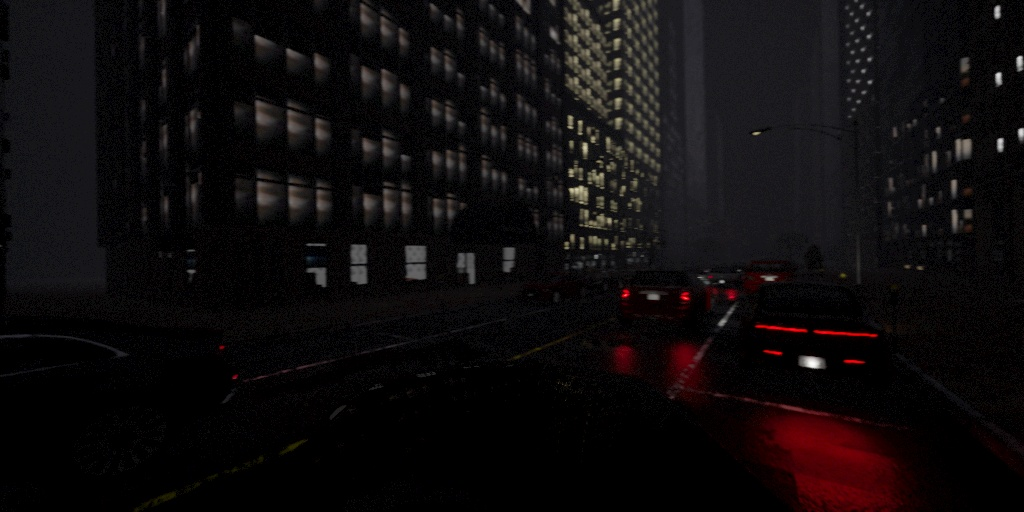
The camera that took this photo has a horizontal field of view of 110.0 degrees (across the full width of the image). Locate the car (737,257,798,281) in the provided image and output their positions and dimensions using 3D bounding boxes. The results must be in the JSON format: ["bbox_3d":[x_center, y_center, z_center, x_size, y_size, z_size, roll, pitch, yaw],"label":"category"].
[{"bbox_3d":[12.245,1.077,17.012,2.192,1.841,5.009,0,0,36],"label":"car"}]

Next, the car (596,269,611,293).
[{"bbox_3d":[5.435,1.449,21.896,2.007,1.370,4.403,0,0,36],"label":"car"}]

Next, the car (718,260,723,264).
[{"bbox_3d":[22.794,1.421,41.510,1.812,1.442,4.674,-1,-1,36],"label":"car"}]

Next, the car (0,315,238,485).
[{"bbox_3d":[-5.153,1.315,2.713,2.128,1.511,4.902,-1,-1,36],"label":"car"}]

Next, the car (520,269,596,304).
[{"bbox_3d":[2.123,1.435,17.278,1.888,1.381,4.507,0,0,36],"label":"car"}]

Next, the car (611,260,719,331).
[{"bbox_3d":[5.095,1.144,11.510,2.097,1.767,4.553,-1,-1,36],"label":"car"}]

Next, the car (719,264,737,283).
[{"bbox_3d":[15.240,1.419,25.646,1.895,1.301,4.718,-1,-1,36],"label":"car"}]

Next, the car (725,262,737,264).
[{"bbox_3d":[25.089,1.371,39.575,1.812,1.442,4.674,-1,-1,36],"label":"car"}]

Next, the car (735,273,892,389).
[{"bbox_3d":[5.600,1.241,6.986,1.837,1.490,4.892,-1,-1,36],"label":"car"}]
